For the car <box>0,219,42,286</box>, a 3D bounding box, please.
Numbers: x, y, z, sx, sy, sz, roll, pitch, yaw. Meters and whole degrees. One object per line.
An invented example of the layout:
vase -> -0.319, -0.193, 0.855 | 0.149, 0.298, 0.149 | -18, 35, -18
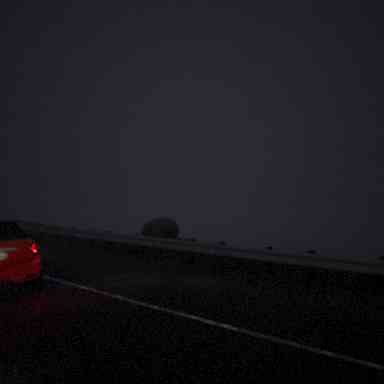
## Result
car -> -5.814, 1.422, 8.454 | 4.553, 1.767, 2.097 | -1, 0, 37
